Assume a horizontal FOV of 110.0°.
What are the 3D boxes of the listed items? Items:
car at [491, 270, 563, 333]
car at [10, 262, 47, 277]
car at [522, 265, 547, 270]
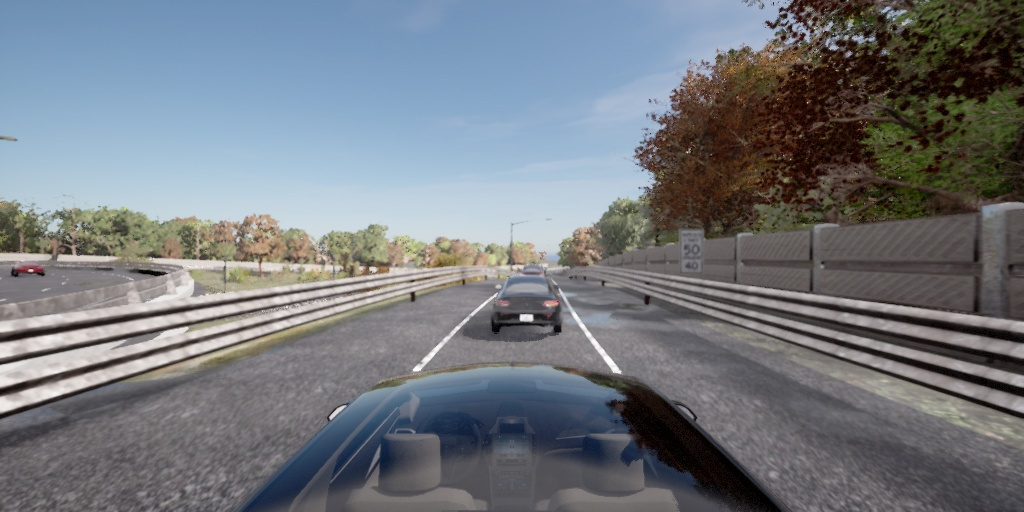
[{"bbox_3d":[0.458,1.287,10.632,1.812,1.442,4.674,0,0,3],"label":"car"},{"bbox_3d":[-49.152,1.293,36.427,4.674,1.442,1.812,-1,-1,33],"label":"car"},{"bbox_3d":[1.371,1.385,24.632,1.812,1.442,4.674,0,-1,4],"label":"car"}]
